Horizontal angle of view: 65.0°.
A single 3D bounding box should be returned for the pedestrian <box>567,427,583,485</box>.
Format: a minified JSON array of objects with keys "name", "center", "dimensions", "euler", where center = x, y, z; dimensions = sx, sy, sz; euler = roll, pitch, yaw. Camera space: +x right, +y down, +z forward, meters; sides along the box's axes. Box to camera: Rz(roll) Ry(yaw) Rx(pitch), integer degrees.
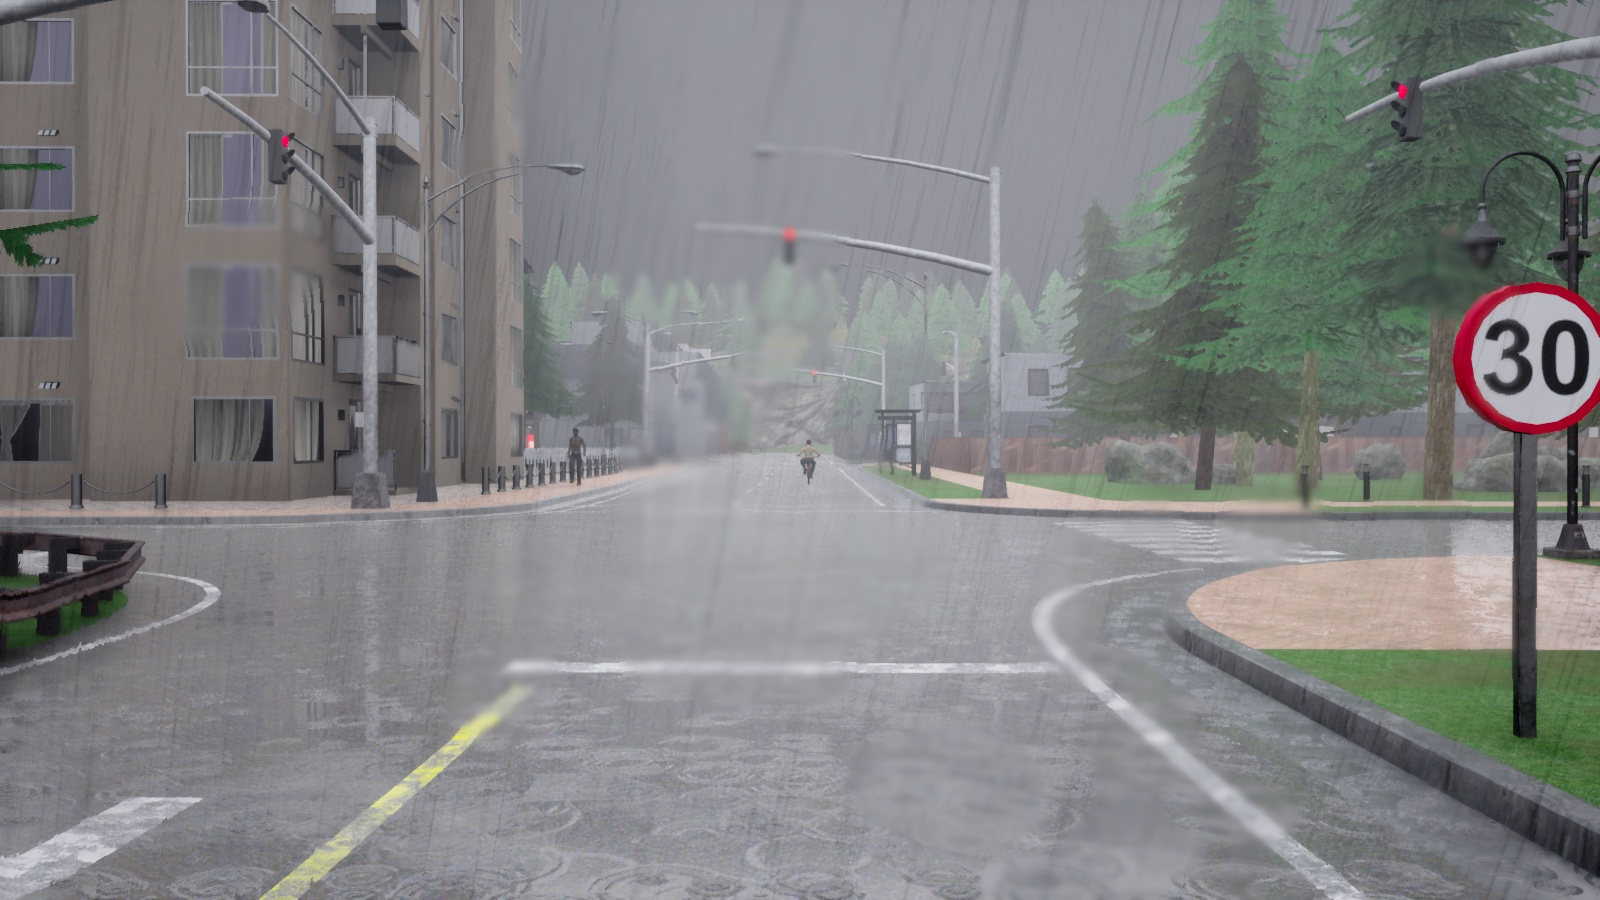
[{"name":"pedestrian","center":[-6.984,0.182,38.996],"dimensions":[0.328,1.805,0.869],"euler":[0,0,3]}]
